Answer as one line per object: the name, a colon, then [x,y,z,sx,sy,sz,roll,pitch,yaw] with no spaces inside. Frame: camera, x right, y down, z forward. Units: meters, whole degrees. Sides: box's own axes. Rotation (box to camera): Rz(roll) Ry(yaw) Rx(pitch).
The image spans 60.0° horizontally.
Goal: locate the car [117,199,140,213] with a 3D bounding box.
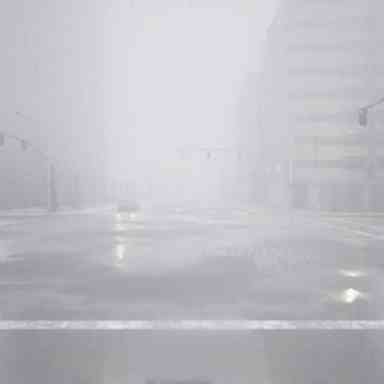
car: [-7.031,1.534,37.186,1.837,1.490,4.892,0,0,0]
